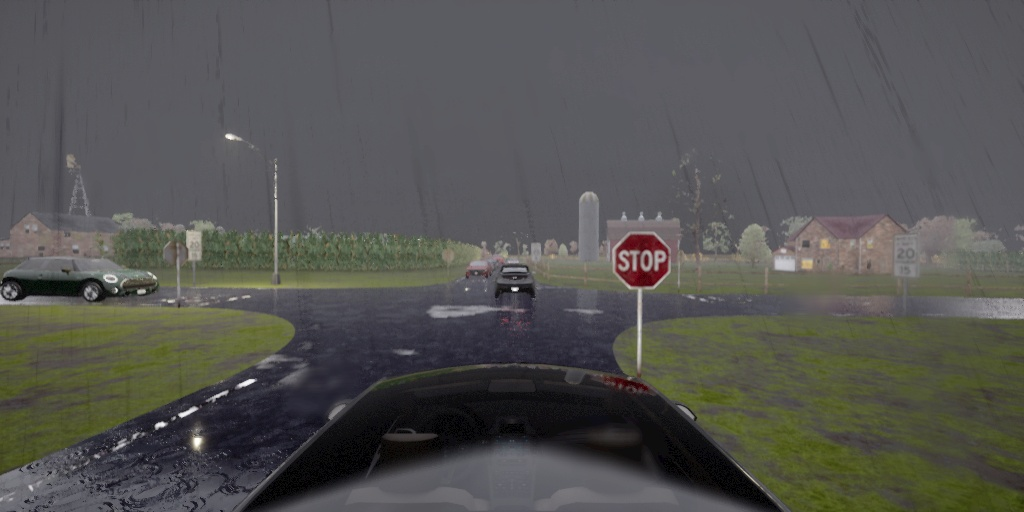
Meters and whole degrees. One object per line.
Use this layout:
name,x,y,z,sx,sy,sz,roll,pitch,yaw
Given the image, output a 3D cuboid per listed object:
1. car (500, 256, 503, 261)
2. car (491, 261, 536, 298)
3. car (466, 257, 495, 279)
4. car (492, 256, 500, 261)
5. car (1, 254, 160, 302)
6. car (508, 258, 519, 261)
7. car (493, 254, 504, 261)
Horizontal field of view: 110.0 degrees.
car,-2.732,1.078,50.655,1.994,1.385,4.181,0,0,0
car,0.134,1.169,17.919,1.837,1.490,4.892,0,0,0
car,-2.808,1.079,31.013,1.882,1.535,5.008,0,0,1
car,-2.764,1.049,40.609,2.128,1.511,4.902,0,0,0
car,-17.154,0.820,14.440,4.553,1.767,2.097,1,1,0
car,0.223,1.071,61.997,1.895,1.301,4.718,0,0,0
car,-2.630,0.685,65.108,2.150,2.045,5.566,0,0,0
